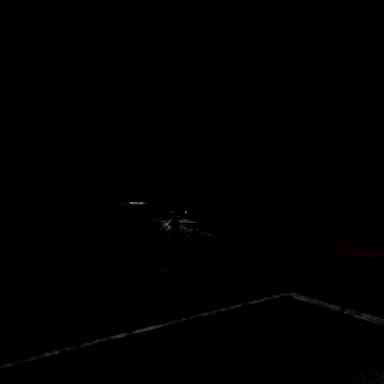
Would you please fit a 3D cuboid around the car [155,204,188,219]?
[{"bbox_3d":[-2.036,1.872,32.176,1.895,1.301,4.718,2,0,-22],"label":"car"}]

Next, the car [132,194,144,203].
[{"bbox_3d":[-9.186,1.010,56.442,1.994,1.385,4.181,2,2,-12],"label":"car"}]
